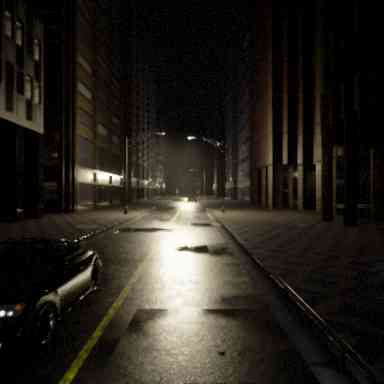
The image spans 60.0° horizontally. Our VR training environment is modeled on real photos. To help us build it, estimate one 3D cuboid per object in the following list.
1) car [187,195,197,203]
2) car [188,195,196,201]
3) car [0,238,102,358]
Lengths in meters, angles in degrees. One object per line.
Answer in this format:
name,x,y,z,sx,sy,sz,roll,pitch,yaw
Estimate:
car,0.022,1.471,68.320,1.882,1.535,5.008,0,0,0
car,0.024,1.467,78.747,1.994,1.385,4.181,0,0,0
car,-3.074,1.566,6.038,1.994,1.385,4.181,0,0,1
